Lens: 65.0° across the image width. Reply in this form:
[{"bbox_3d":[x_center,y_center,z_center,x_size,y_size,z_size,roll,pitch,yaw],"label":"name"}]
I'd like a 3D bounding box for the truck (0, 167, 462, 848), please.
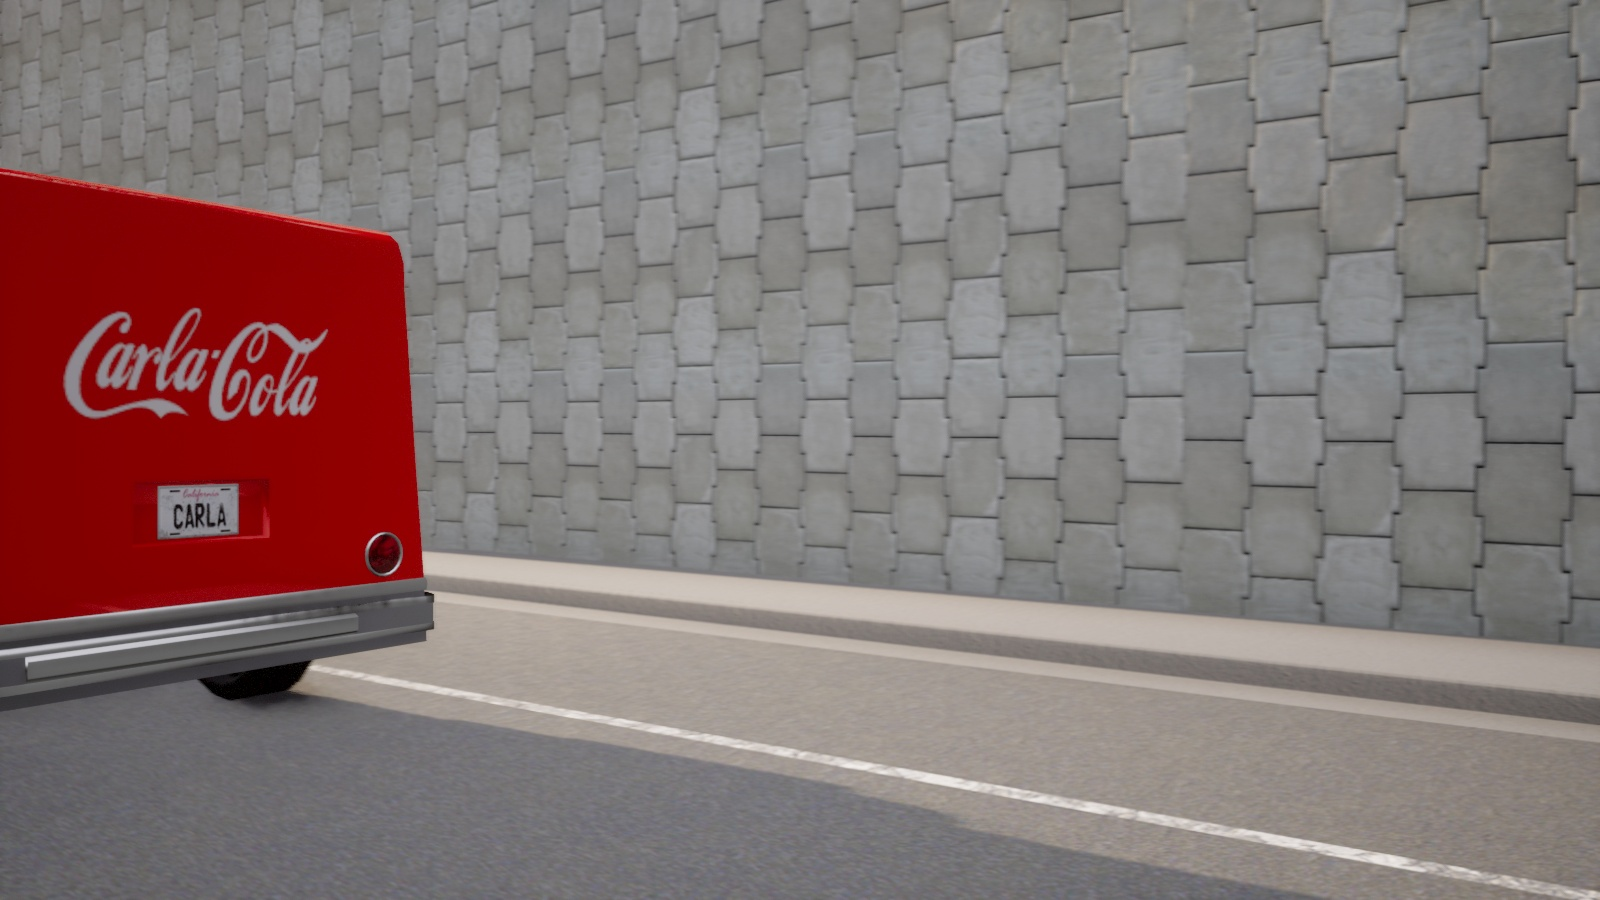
[{"bbox_3d":[-4.614,0.195,6.680,5.204,2.467,2.627,0,1,34],"label":"truck"}]
